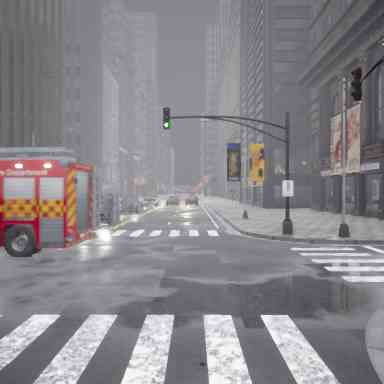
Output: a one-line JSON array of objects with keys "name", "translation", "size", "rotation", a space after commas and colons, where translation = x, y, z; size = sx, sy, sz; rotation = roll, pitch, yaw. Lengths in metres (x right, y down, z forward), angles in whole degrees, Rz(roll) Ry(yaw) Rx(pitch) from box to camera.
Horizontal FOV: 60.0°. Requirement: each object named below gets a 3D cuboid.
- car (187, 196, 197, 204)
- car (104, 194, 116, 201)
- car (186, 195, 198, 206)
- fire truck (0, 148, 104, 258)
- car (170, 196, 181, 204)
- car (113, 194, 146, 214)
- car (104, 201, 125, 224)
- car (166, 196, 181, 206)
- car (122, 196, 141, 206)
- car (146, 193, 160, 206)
[{"name": "car", "translation": [0.000, 1.489, 66.294], "size": [1.837, 1.490, 4.892], "rotation": [0, 0, 0]}, {"name": "car", "translation": [-9.845, 1.219, 38.642], "size": [2.150, 2.045, 5.566], "rotation": [0, 0, 0]}, {"name": "car", "translation": [0.000, 1.341, 56.258], "size": [2.097, 1.767, 4.553], "rotation": [0, 0, 0]}, {"name": "fire truck", "translation": [-8.139, 0.350, 12.849], "size": [8.468, 3.827, 2.891], "rotation": [0, 0, 5]}, {"name": "car", "translation": [-3.250, 1.489, 66.294], "size": [1.837, 1.490, 4.892], "rotation": [0, 0, 0]}, {"name": "car", "translation": [-6.595, 1.349, 35.714], "size": [2.097, 1.767, 4.553], "rotation": [0, 0, 0]}, {"name": "car", "translation": [-6.590, 1.600, 24.777], "size": [1.895, 1.301, 4.718], "rotation": [0, 0, 0]}, {"name": "car", "translation": [-3.250, 1.553, 56.288], "size": [1.994, 1.385, 4.181], "rotation": [0, 0, 0]}, {"name": "car", "translation": [-9.806, 1.483, 54.181], "size": [2.128, 1.511, 4.902], "rotation": [0, 0, 0]}, {"name": "car", "translation": [-6.558, 1.214, 54.110], "size": [2.150, 2.045, 5.566], "rotation": [0, 0, 1]}]
